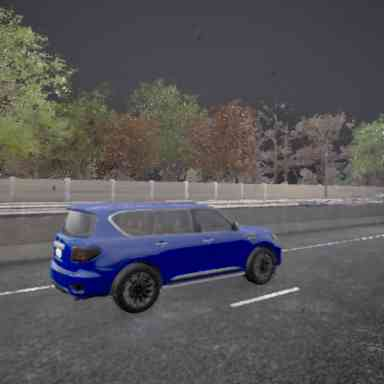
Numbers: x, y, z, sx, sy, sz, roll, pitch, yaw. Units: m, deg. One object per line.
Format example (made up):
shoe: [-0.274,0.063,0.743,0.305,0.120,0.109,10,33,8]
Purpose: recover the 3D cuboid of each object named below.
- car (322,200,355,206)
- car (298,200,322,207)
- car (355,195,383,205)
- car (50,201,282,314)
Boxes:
car: [17.646,1.650,38.093,5.357,1.411,2.033,0,0,-35]
car: [14.972,1.701,40.484,4.718,1.301,1.895,0,0,-35]
car: [20.206,1.325,35.617,5.566,2.045,2.150,0,0,-35]
car: [-0.330,1.234,7.864,5.566,2.045,2.150,0,0,-35]
